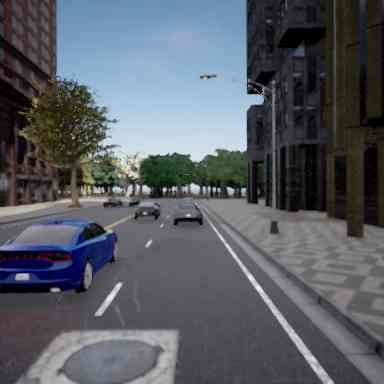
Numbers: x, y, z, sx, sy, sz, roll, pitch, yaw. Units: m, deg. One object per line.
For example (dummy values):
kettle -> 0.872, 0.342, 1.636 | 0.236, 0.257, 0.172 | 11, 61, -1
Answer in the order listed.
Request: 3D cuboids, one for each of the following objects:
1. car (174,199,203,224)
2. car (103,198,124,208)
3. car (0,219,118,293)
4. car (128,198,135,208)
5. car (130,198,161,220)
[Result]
car -> -0.261, 1.463, 23.544 | 1.994, 1.385, 4.181 | 0, 0, -1
car -> -10.497, 1.451, 44.494 | 1.895, 1.301, 4.718 | 0, 0, 0
car -> -3.272, 1.454, 8.821 | 1.882, 1.535, 5.008 | 0, 0, -1
car -> -7.245, 1.437, 44.258 | 1.895, 1.301, 4.718 | 0, 0, 0
car -> -3.556, 1.423, 27.254 | 1.812, 1.442, 4.674 | 0, 0, -1
